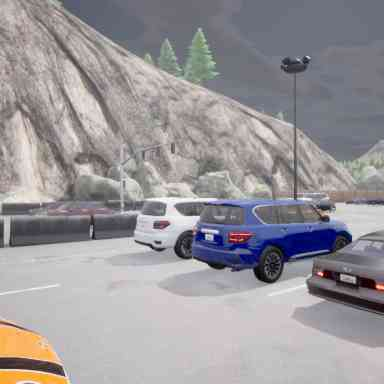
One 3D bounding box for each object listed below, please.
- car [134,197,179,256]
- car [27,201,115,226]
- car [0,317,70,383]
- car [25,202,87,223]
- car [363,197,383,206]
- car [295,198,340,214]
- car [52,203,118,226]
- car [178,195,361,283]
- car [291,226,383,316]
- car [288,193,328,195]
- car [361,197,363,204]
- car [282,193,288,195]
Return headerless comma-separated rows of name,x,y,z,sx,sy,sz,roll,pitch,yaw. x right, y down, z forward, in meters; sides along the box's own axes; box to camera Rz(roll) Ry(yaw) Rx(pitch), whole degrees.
car,0.525,1.221,12.797,5.566,2.045,2.150,0,0,-36
car,-7.266,1.351,20.337,4.553,1.767,2.097,0,0,-36
car,-2.939,1.350,1.644,4.553,1.767,2.097,0,0,-36
car,-10.770,1.564,26.439,4.181,1.385,1.994,0,0,-36
car,28.772,1.439,50.897,4.718,1.301,1.895,0,0,-36
car,13.329,1.428,35.325,4.902,1.511,2.128,0,0,-36
car,-7.772,1.564,24.288,4.181,1.385,1.994,0,0,-36
car,2.550,1.221,9.920,5.566,2.045,2.150,0,0,-38
car,4.740,1.547,7.213,5.357,1.411,2.033,0,0,-36
car,14.649,1.139,40.620,5.566,2.045,2.150,0,0,-36
car,26.619,1.403,53.655,4.181,1.385,1.994,0,0,-36
car,12.850,1.137,43.640,5.566,2.045,2.150,0,0,-36
